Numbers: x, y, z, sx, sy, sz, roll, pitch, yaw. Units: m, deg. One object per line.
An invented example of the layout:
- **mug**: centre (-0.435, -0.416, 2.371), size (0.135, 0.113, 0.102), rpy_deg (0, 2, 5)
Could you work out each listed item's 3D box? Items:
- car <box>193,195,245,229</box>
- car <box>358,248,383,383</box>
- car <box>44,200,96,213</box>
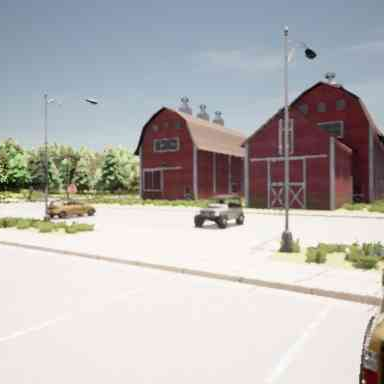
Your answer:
- **car**: centre (1.767, 1.151, 20.387), size (1.905, 1.878, 3.866), rpy_deg (0, 1, 33)
- **car**: centre (3.127, 1.265, 3.724), size (1.932, 1.855, 4.605), rpy_deg (0, 1, 33)
- **car**: centre (-9.862, 1.348, 27.232), size (1.816, 1.474, 4.193), rpy_deg (0, 1, 33)
